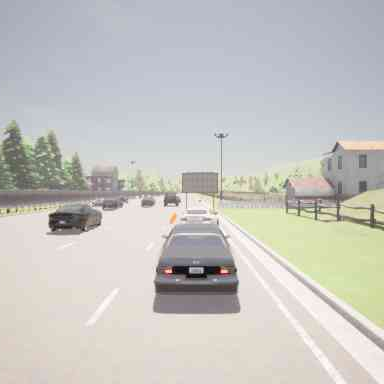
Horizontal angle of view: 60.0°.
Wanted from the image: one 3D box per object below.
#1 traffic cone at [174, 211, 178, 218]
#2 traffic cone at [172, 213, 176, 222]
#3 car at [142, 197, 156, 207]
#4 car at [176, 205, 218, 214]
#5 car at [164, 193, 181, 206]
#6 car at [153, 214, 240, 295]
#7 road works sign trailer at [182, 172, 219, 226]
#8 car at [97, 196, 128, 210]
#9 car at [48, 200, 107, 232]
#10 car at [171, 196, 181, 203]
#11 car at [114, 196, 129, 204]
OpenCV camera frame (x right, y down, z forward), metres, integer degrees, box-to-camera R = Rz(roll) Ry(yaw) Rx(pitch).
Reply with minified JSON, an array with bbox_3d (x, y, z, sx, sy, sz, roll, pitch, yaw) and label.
[{"bbox_3d":[-1.446,1.955,25.238,0.340,0.580,0.340,0,0,0],"label":"traffic cone"},{"bbox_3d":[-1.449,1.955,23.238,0.340,0.580,0.340,0,0,0],"label":"traffic cone"},{"bbox_3d":[-6.812,1.525,52.499,1.812,1.442,4.674,0,0,0],"label":"car"},{"bbox_3d":[0.424,1.542,18.493,1.812,1.442,4.674,-1,-1,7],"label":"car"},{"bbox_3d":[-3.312,1.221,53.419,2.150,2.045,5.566,0,0,0],"label":"car"},{"bbox_3d":[0.112,1.547,8.881,2.033,1.411,5.357,0,0,1],"label":"car"},{"bbox_3d":[0.525,0.464,22.105,2.380,3.560,2.880,0,0,-2],"label":"road works sign trailer"},{"bbox_3d":[-10.329,1.490,43.545,2.128,1.511,4.902,0,0,0],"label":"car"},{"bbox_3d":[-6.867,1.477,20.088,1.882,1.535,5.008,0,0,0],"label":"car"},{"bbox_3d":[-3.286,1.564,68.634,1.994,1.385,4.181,0,0,0],"label":"car"},{"bbox_3d":[-13.793,1.504,65.191,1.837,1.490,4.892,0,0,0],"label":"car"}]
